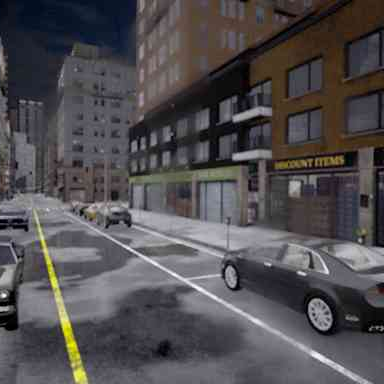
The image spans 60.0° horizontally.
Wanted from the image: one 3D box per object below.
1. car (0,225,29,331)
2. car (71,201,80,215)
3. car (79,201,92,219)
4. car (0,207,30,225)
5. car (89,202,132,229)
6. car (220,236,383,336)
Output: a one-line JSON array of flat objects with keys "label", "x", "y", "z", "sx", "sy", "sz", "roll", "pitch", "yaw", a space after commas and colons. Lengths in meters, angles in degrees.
[{"label": "car", "x": -4.336, "y": 1.602, "z": 6.497, "sx": 1.895, "sy": 1.301, "sz": 4.718, "roll": 0, "pitch": 0, "yaw": -26}, {"label": "car", "x": -10.063, "y": 1.577, "z": 31.823, "sx": 1.947, "sy": 1.339, "sz": 4.313, "roll": -1, "pitch": 0, "yaw": -26}, {"label": "car", "x": -7.687, "y": 1.537, "z": 26.955, "sx": 1.752, "sy": 1.417, "sz": 4.829, "roll": -1, "pitch": 0, "yaw": -26}, {"label": "car", "x": -10.698, "y": 1.604, "z": 19.754, "sx": 1.895, "sy": 1.301, "sz": 4.718, "roll": 0, "pitch": 0, "yaw": -26}, {"label": "car", "x": -5.162, "y": 1.564, "z": 21.783, "sx": 2.008, "sy": 1.369, "sz": 4.403, "roll": -1, "pitch": 0, "yaw": -26}, {"label": "car", "x": 2.190, "y": 1.561, "z": 6.724, "sx": 2.008, "sy": 1.369, "sz": 4.403, "roll": -1, "pitch": 0, "yaw": -26}]
